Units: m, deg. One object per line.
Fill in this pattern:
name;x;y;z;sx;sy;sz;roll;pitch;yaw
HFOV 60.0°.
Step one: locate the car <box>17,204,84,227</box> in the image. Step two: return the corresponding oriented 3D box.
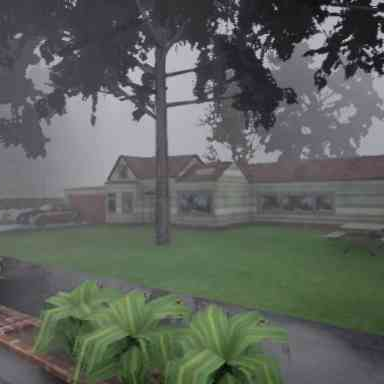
car;-9.423;1.528;22.366;1.994;1.381;4.181;-1;0;36
